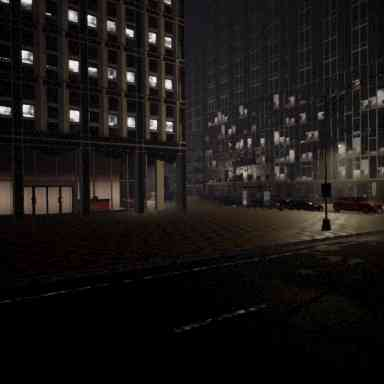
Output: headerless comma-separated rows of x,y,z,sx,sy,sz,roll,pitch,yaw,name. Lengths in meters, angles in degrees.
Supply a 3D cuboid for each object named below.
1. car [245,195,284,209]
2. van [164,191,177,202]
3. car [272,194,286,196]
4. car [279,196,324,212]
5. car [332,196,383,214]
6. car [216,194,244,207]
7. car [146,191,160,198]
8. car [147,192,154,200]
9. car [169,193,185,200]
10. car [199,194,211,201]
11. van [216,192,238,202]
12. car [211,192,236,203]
8.936,1.387,40.919,1.802,1.307,4.206,0,1,-34,car
-3.834,0.937,59.722,1.690,1.788,3.998,0,1,-34,van
11.304,1.117,42.225,2.097,1.767,4.553,-1,1,-34,car
12.138,1.423,36.220,1.947,1.339,4.313,0,1,-34,car
16.897,1.206,34.073,2.097,1.767,4.553,-1,1,-35,car
5.769,1.319,45.637,1.947,1.339,4.313,0,1,-34,car
-9.789,0.685,83.208,1.967,1.590,4.097,0,1,-34,car
-10.267,1.039,69.097,2.008,1.369,4.403,0,1,-34,car
-3.356,0.935,73.838,1.802,1.307,4.206,0,1,-34,car
3.076,1.043,64.465,1.802,1.307,4.206,0,1,-34,car
6.291,0.855,59.776,1.690,1.788,3.998,0,1,-34,van
5.450,1.175,50.776,1.837,1.490,4.892,-1,1,-34,car
